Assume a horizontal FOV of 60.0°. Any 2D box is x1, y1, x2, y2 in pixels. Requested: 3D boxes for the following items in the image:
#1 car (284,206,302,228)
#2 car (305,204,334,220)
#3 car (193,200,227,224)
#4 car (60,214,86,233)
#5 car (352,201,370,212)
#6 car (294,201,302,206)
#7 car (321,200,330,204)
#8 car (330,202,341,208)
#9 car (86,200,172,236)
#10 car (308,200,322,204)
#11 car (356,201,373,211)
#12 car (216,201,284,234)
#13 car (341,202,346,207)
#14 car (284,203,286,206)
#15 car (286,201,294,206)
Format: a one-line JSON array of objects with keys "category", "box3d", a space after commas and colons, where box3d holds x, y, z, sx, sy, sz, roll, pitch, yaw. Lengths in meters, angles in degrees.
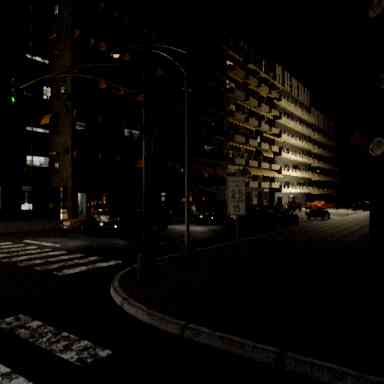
[{"category": "car", "box3d": [7.213, 2.043, 26.681, 1.887, 1.381, 4.507, -1, -2, 35]}, {"category": "car", "box3d": [13.696, 2.284, 35.969, 1.802, 1.307, 4.206, -1, -2, 35]}, {"category": "car", "box3d": [2.327, 1.728, 29.720, 2.150, 2.045, 5.566, 0, -1, 34]}, {"category": "car", "box3d": [-6.247, 1.834, 21.980, 1.752, 1.417, 4.829, -1, -2, 35]}, {"category": "car", "box3d": [29.900, 2.522, 59.197, 2.192, 1.841, 5.009, -1, -2, 35]}, {"category": "car", "box3d": [16.538, 2.340, 54.636, 2.192, 1.841, 5.009, -1, -2, 35]}, {"category": "car", "box3d": [26.262, 2.640, 68.569, 2.192, 1.841, 5.009, -1, -2, 35]}, {"category": "car", "box3d": [32.746, 3.066, 77.852, 1.887, 1.381, 4.507, -1, -2, 35]}, {"category": "car", "box3d": [-3.582, 1.540, 21.252, 2.150, 2.045, 5.566, 0, -1, 35]}, {"category": "car", "box3d": [23.022, 2.770, 63.919, 1.887, 1.381, 4.507, -1, -2, 35]}, {"category": "car", "box3d": [33.141, 2.621, 63.842, 2.192, 1.841, 5.009, -1, -2, 35]}, {"category": "car", "box3d": [3.971, 1.711, 22.043, 2.192, 1.841, 5.009, -1, -2, 35]}, {"category": "car", "box3d": [39.230, 3.281, 87.142, 1.947, 1.339, 4.313, -1, -2, 35]}, {"category": "car", "box3d": [9.039, 2.222, 39.309, 1.837, 1.490, 4.892, 0, -1, 35]}, {"category": "car", "box3d": [13.200, 2.446, 49.846, 1.752, 1.417, 4.829, -1, -2, 35]}]
